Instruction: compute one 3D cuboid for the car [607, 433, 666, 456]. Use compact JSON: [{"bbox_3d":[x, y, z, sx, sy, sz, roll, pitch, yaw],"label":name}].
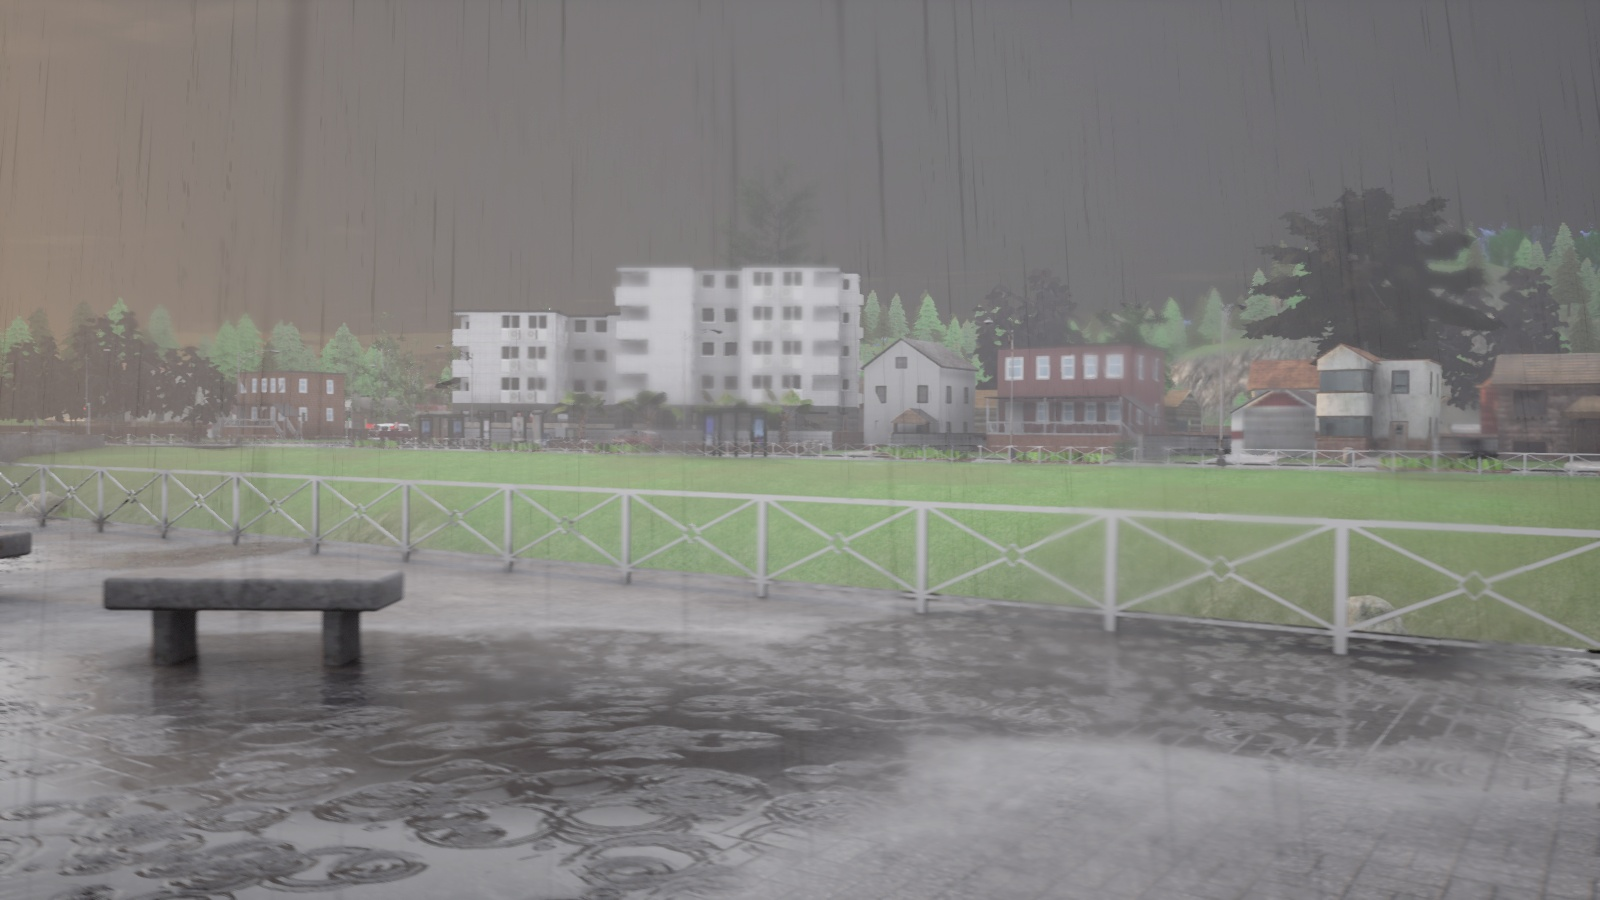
[{"bbox_3d":[-11.195,-0.359,85.753,3.705,1.549,1.789,0,1,34],"label":"car"}]
